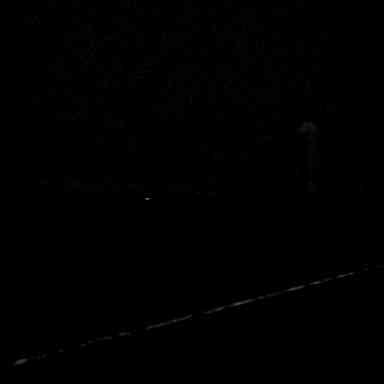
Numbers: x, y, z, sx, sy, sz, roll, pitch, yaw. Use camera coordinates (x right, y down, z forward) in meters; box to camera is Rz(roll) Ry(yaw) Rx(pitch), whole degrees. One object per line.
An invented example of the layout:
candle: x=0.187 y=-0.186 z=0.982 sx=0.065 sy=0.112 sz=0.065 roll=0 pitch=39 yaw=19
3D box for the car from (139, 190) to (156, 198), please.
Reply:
car: x=-8.004 y=0.403 z=59.639 sx=1.994 sy=1.385 sz=4.181 roll=-1 pitch=1 yaw=-29
